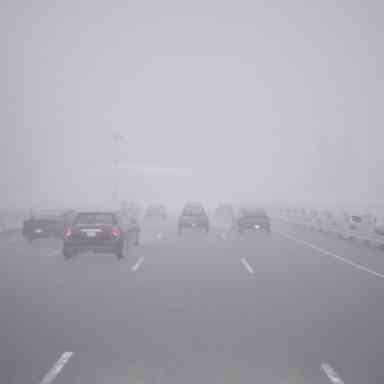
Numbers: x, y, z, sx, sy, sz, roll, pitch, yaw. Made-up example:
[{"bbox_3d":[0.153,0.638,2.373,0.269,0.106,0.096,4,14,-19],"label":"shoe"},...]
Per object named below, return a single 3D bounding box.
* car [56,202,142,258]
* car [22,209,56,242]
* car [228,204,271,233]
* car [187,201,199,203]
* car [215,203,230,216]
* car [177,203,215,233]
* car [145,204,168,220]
[{"bbox_3d":[-3.401,1.463,13.351,2.097,1.767,4.553,0,0,0],"label":"car"},{"bbox_3d":[-6.900,1.624,17.420,1.882,1.535,5.008,0,-1,0],"label":"car"},{"bbox_3d":[3.599,1.685,20.782,1.837,1.490,4.892,0,-1,0],"label":"car"},{"bbox_3d":[0.098,1.792,37.436,2.097,1.767,4.553,0,-1,0],"label":"car"},{"bbox_3d":[3.598,1.937,37.666,2.128,1.511,4.902,0,-1,0],"label":"car"},{"bbox_3d":[0.099,1.675,21.074,2.128,1.511,4.902,0,-1,0],"label":"car"},{"bbox_3d":[-3.402,1.889,32.325,2.033,1.411,5.357,0,-1,0],"label":"car"}]
